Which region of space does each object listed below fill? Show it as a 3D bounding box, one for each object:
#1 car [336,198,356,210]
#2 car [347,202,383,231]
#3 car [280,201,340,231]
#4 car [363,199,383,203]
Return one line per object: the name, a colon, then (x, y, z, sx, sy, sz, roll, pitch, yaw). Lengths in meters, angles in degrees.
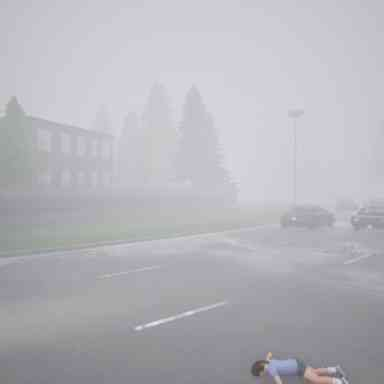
car: (16.295, 1.357, 35.442, 1.994, 1.385, 4.181, 0, 0, 18)
car: (10.626, 1.482, 18.833, 1.895, 1.301, 4.718, 0, 0, 41)
car: (7.051, 1.457, 20.123, 1.994, 1.385, 4.181, 0, 0, 42)
car: (20.152, 1.373, 36.336, 1.895, 1.301, 4.718, 0, 0, 14)
